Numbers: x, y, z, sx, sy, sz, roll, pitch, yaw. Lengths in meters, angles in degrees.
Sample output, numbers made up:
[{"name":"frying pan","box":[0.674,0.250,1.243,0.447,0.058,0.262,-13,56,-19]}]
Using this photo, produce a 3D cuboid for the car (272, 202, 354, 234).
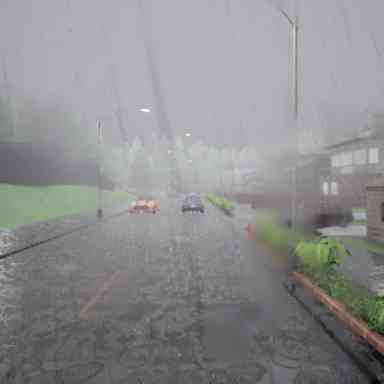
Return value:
[{"name":"car","box":[6.312,1.221,17.055,5.357,1.415,2.033,-1,1,-40]}]

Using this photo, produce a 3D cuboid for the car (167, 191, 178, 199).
[{"name":"car","box":[-3.969,0.582,67.903,1.837,1.490,4.892,0,1,0]}]

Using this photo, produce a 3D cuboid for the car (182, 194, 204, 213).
[{"name":"car","box":[0.101,1.140,30.992,1.994,1.385,4.181,0,1,0]}]

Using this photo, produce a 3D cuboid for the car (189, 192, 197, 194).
[{"name":"car","box":[0.122,0.760,56.256,1.812,1.442,4.674,0,0,0]}]

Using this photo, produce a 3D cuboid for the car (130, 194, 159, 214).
[{"name":"car","box":[-4.084,0.956,29.131,2.097,1.767,4.553,0,1,0]}]
